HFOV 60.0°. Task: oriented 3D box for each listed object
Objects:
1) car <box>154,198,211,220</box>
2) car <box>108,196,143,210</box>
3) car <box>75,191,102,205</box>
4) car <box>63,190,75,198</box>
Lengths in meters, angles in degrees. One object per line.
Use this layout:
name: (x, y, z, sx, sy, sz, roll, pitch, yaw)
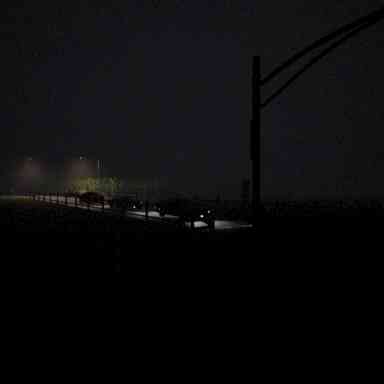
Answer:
car: (-0.847, 1.180, 24.367, 2.033, 1.411, 5.357, 0, 1, -35)
car: (-6.583, 1.051, 32.620, 1.895, 1.301, 4.718, 0, 1, -35)
car: (-12.445, 0.744, 41.074, 1.882, 1.535, 5.008, 0, 1, -35)
car: (-22.517, 0.355, 62.022, 1.882, 1.535, 5.008, 0, 1, -35)
